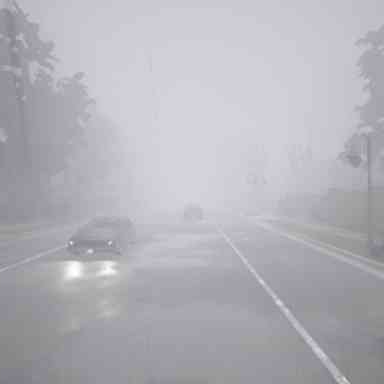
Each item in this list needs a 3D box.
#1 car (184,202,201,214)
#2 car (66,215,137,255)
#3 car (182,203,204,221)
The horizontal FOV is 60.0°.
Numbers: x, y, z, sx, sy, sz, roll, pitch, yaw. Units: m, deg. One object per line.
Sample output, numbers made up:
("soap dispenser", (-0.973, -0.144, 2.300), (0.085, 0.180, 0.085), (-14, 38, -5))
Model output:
("car", (0.079, 2.077, 42.815), (1.994, 1.385, 4.181), (0, 0, 0))
("car", (-3.588, 1.728, 14.346), (2.033, 1.411, 5.357), (0, -1, 0))
("car", (0.093, 1.905, 31.923), (1.837, 1.490, 4.892), (0, -1, 0))
